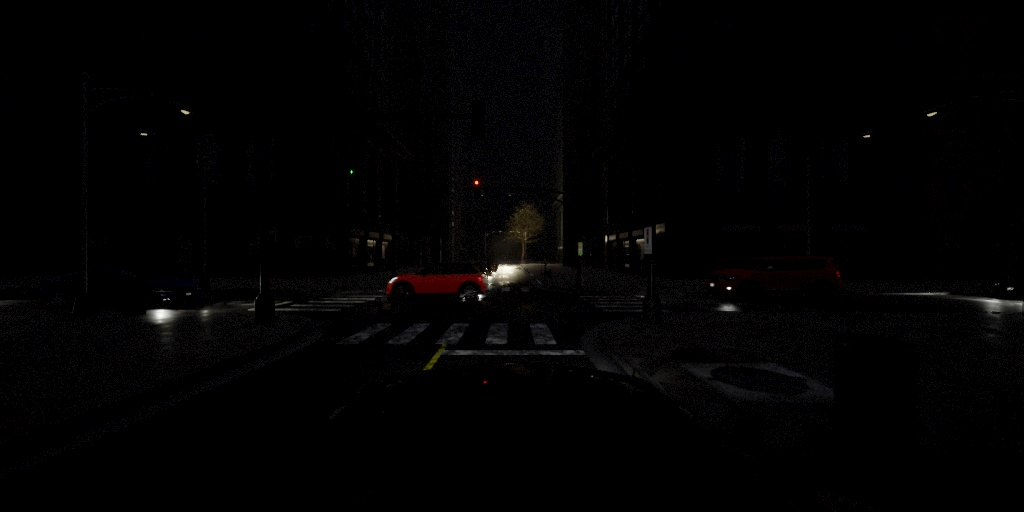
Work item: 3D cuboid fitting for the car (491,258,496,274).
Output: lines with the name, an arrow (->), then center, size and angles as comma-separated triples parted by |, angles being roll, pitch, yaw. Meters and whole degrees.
car -> -3.077, 1.232, 38.676 | 1.882, 1.535, 5.008 | 0, 0, 0

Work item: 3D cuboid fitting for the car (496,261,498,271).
car -> -3.061, 1.116, 48.321 | 2.097, 1.767, 4.553 | 0, 0, 0

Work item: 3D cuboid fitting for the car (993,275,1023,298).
car -> 26.034, 1.339, 16.986 | 4.892, 1.490, 1.837 | 1, 0, 0

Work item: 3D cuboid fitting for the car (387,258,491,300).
car -> -3.487, 1.099, 17.020 | 4.553, 1.767, 2.097 | 0, 0, 0

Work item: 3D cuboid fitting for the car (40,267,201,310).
car -> -14.903, 1.176, 13.820 | 5.008, 1.535, 1.882 | 0, 0, 2

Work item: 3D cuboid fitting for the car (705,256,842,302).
car -> 12.270, 1.011, 17.007 | 5.566, 2.045, 2.150 | 0, 0, 0
